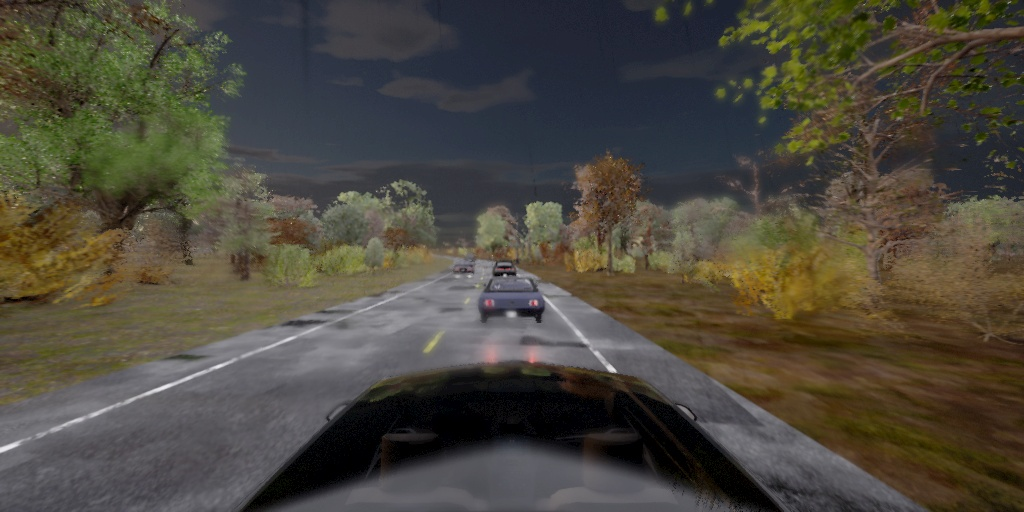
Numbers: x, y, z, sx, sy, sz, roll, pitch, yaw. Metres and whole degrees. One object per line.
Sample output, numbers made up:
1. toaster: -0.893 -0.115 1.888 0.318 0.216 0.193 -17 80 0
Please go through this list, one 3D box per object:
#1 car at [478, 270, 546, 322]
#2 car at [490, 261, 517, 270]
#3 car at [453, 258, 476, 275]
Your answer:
1. car: -0.038 1.315 12.071 1.895 1.301 4.718 0 0 -1
2. car: -0.648 1.147 28.925 1.837 1.490 4.892 0 0 -3
3. car: -4.781 1.173 36.318 1.994 1.385 4.181 0 0 -4
